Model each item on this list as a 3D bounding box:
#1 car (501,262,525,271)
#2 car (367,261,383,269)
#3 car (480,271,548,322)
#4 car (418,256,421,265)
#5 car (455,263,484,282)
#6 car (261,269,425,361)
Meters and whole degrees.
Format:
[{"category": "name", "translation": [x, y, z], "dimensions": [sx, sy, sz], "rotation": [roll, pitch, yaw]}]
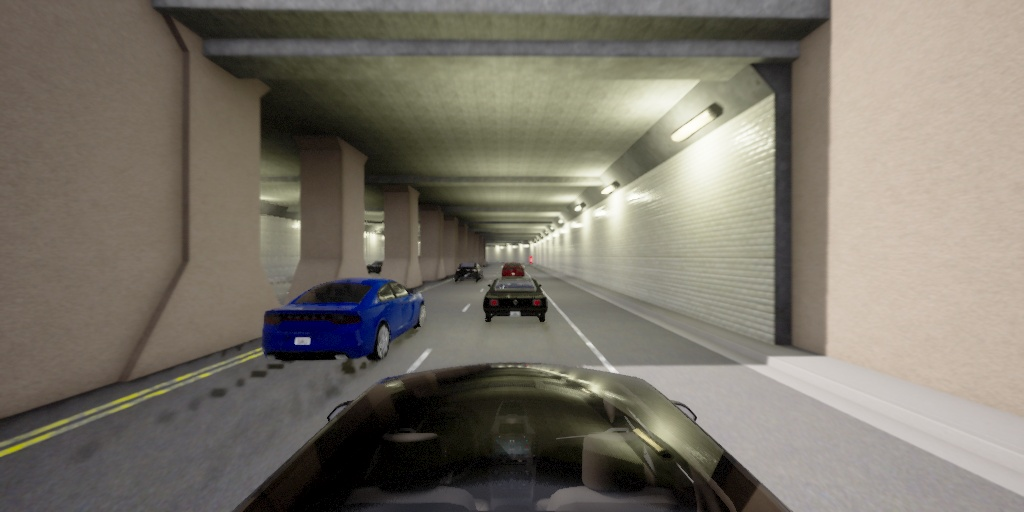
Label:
[{"category": "car", "translation": [0.093, 1.253, 30.508], "dimensions": [1.882, 1.535, 5.008], "rotation": [0, 0, 0]}, {"category": "car", "translation": [-14.098, 1.288, 38.526], "dimensions": [1.837, 1.490, 4.892], "rotation": [0, 0, 0]}, {"category": "car", "translation": [0.098, 1.360, 12.391], "dimensions": [1.895, 1.301, 4.718], "rotation": [0, 0, 0]}, {"category": "car", "translation": [-10.603, 1.000, 37.363], "dimensions": [2.150, 2.045, 5.566], "rotation": [0, 0, 0]}, {"category": "car", "translation": [-3.406, 1.266, 28.920], "dimensions": [2.128, 1.511, 4.902], "rotation": [0, 0, 0]}, {"category": "car", "translation": [-3.401, 1.233, 8.297], "dimensions": [1.882, 1.535, 5.008], "rotation": [0, 0, 0]}]
